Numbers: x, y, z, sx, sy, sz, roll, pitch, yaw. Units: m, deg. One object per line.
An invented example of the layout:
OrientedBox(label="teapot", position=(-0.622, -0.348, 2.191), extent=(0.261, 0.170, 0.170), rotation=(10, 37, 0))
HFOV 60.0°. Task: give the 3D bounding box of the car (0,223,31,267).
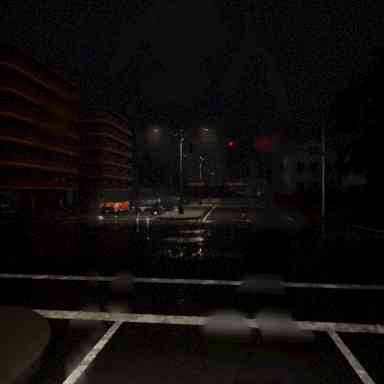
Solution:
OrientedBox(label="car", position=(-6.775, 1.526, 9.192), extent=(1.812, 1.442, 4.674), rotation=(-1, 0, 24))

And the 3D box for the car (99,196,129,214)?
OrientedBox(label="car", position=(-8.084, 1.352, 34.968), extent=(2.097, 1.767, 4.553), rotation=(0, 0, 6))

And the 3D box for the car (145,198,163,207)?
OrientedBox(label="car", position=(-6.092, 1.600, 53.916), extent=(1.895, 1.301, 4.718), rotation=(0, 0, 6))

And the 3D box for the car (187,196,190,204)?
OrientedBox(label="car", position=(-1.594, 1.504, 63.051), extent=(1.837, 1.490, 4.892), rotation=(0, 0, 7))

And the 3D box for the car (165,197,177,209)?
OrientedBox(label="car", position=(-3.608, 1.601, 44.104), extent=(1.895, 1.301, 4.718), rotation=(0, 0, 6))

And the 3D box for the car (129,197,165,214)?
OrientedBox(label="car", position=(-4.570, 1.491, 34.895), extent=(2.128, 1.511, 4.902), rotation=(0, 0, 6))

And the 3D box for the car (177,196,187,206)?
OrientedBox(label="car", position=(-2.652, 1.491, 53.149), extent=(2.128, 1.511, 4.902), rotation=(0, 0, 6))

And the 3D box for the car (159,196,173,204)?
OrientedBox(label="car", position=(-5.025, 1.563, 63.890), extent=(1.994, 1.385, 4.181), rotation=(0, 0, 6))

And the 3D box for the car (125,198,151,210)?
OrientedBox(label="car", position=(-7.094, 1.545, 44.386), extent=(2.033, 1.411, 5.357), rotation=(0, 0, 6))
